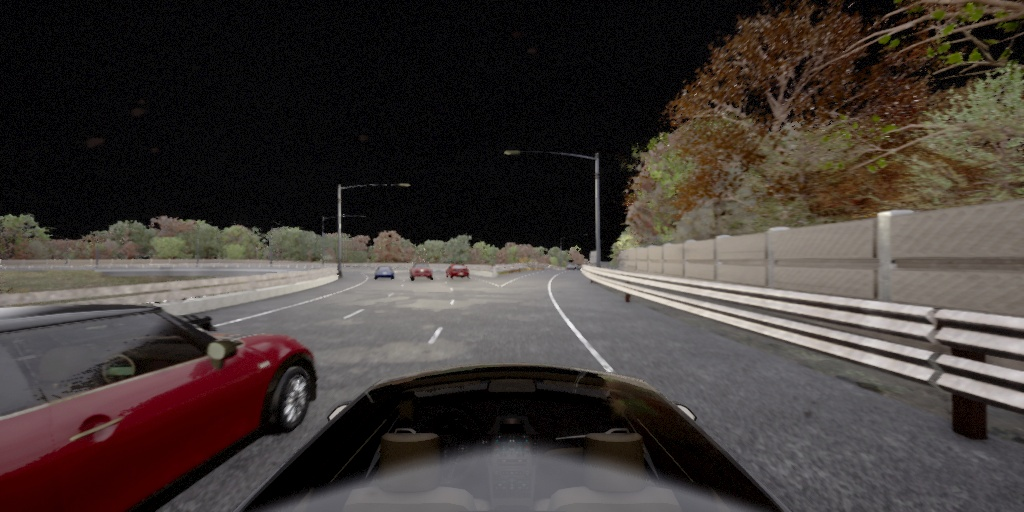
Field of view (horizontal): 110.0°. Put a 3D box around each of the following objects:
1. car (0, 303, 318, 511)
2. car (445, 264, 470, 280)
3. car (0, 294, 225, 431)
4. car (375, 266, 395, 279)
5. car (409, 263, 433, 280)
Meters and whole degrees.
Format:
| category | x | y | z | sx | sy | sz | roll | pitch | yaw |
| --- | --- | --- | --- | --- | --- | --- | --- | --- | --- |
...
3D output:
| category | x | y | z | sx | sy | sz | roll | pitch | yaw |
| --- | --- | --- | --- | --- | --- | --- | --- | --- | --- |
| car | -3.544 | 1.143 | 2.756 | 2.097 | 1.767 | 4.553 | -1 | 0 | 0 |
| car | -5.607 | 1.582 | 36.578 | 1.882 | 1.535 | 5.008 | 0 | -1 | -18 |
| car | -7.061 | 1.447 | 5.340 | 1.895 | 1.301 | 4.718 | 0 | 0 | -2 |
| car | -13.911 | 1.766 | 39.163 | 1.994 | 1.385 | 4.181 | 0 | -1 | -20 |
| car | -9.384 | 1.493 | 36.837 | 2.097 | 1.767 | 4.553 | 0 | -1 | -18 |
